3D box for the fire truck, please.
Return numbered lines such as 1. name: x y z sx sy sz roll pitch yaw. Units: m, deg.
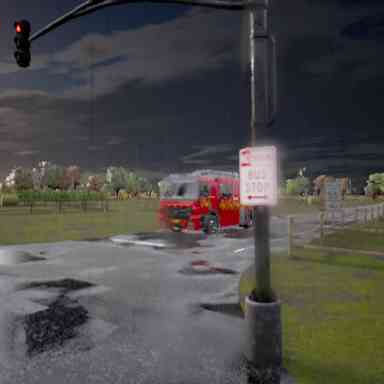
1. fire truck: 1.562 0.640 21.976 2.891 3.827 8.468 -1 -2 36
